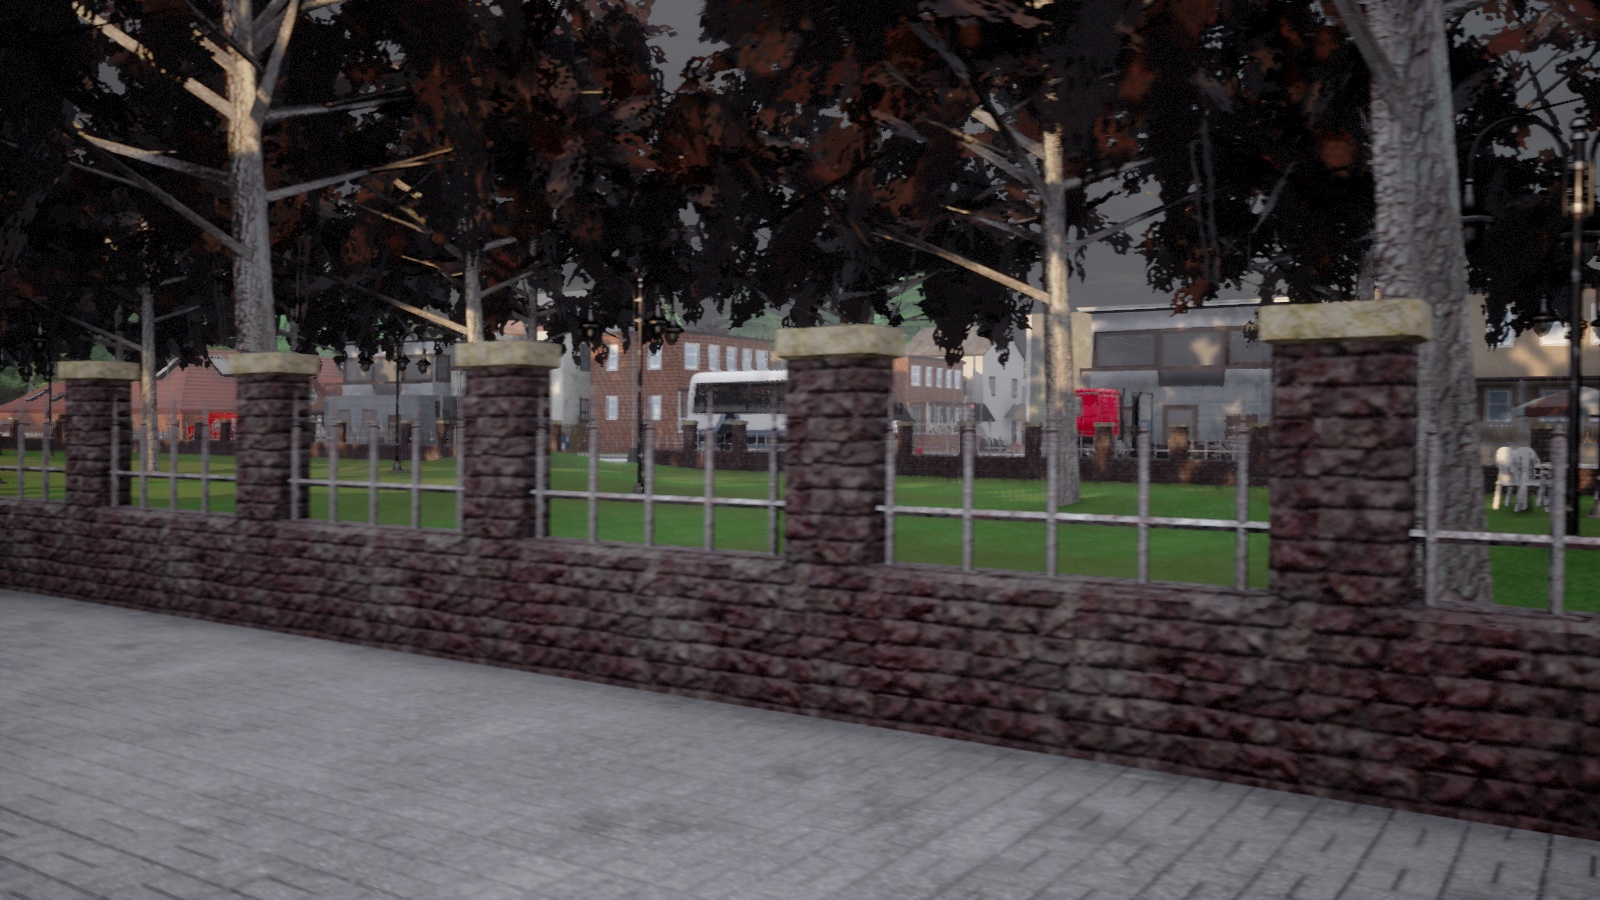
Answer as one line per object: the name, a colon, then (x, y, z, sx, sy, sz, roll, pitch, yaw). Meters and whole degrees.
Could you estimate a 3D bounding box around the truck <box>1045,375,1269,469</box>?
truck: (13.925, -1.050, 49.306, 7.936, 3.462, 2.891, 0, 1, 34)

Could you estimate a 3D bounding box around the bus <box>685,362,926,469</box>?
bus: (0.081, -1.396, 54.922, 10.273, 4.253, 3.944, 0, 0, 38)

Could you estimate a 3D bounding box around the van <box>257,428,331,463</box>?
van: (-29.636, -0.250, 73.503, 4.442, 1.987, 1.775, 0, 1, 32)

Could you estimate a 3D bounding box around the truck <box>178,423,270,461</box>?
truck: (-38.090, -0.544, 83.091, 5.204, 2.467, 2.627, 0, 1, 21)
